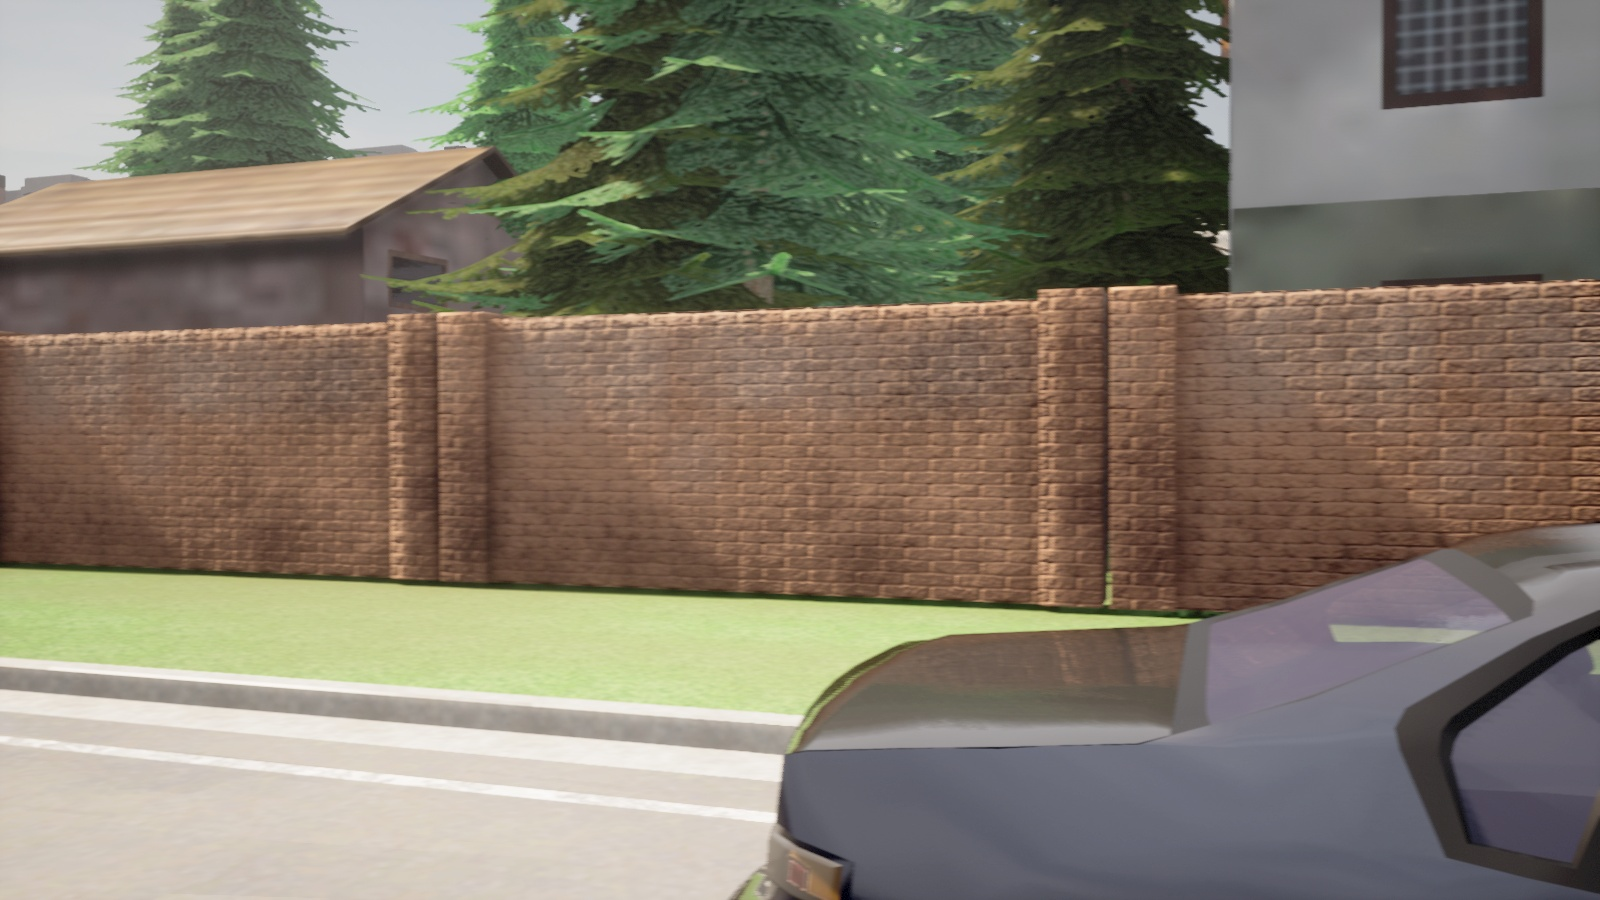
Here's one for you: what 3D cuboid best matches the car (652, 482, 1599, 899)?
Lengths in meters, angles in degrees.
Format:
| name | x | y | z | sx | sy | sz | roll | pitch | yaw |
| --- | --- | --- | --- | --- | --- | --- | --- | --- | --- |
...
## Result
| name | x | y | z | sx | sy | sz | roll | pitch | yaw |
| --- | --- | --- | --- | --- | --- | --- | --- | --- | --- |
| car | 2.603 | 0.847 | 2.318 | 5.357 | 1.411 | 2.033 | 0 | 1 | 19 |
